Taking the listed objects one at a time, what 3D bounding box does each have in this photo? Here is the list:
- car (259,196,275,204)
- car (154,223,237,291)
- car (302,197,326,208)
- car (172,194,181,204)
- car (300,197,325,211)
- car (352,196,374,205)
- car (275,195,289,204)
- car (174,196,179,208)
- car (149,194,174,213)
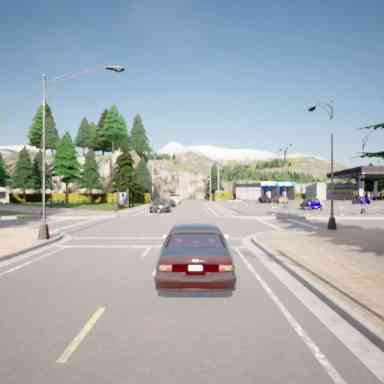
[{"bbox_3d":[14.293,1.484,65.413,2.007,1.523,4.514,0,0,0],"label":"car"},{"bbox_3d":[0.099,1.568,9.146,2.033,1.411,5.357,0,0,1],"label":"car"},{"bbox_3d":[17.074,1.488,46.767,1.970,1.475,3.806,0,0,0],"label":"car"},{"bbox_3d":[-3.420,1.375,67.029,2.150,2.045,5.566,0,0,0],"label":"car"},{"bbox_3d":[14.010,1.461,39.380,1.845,1.501,3.633,0,0,0],"label":"car"},{"bbox_3d":[29.189,1.447,57.623,1.845,1.501,3.633,0,0,0],"label":"car"},{"bbox_3d":[17.431,1.475,65.430,2.152,1.636,5.027,0,0,0],"label":"car"},{"bbox_3d":[-3.516,1.675,50.476,1.994,1.385,4.181,0,0,0],"label":"car"},{"bbox_3d":[-3.543,1.435,37.608,2.097,1.767,4.553,0,0,0],"label":"car"}]
